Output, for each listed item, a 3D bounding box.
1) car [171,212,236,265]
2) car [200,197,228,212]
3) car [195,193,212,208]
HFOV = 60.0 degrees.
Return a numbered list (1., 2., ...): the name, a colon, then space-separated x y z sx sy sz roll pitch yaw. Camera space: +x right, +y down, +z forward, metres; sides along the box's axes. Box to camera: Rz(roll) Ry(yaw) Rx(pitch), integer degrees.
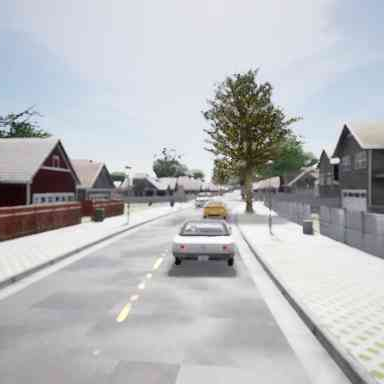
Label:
1. car: 0.472 1.613 11.772 1.895 1.301 4.718 0 0 4
2. car: 2.107 1.482 29.410 1.882 1.535 5.008 0 0 8
3. car: 1.752 1.191 47.668 2.150 2.045 5.566 0 0 9
